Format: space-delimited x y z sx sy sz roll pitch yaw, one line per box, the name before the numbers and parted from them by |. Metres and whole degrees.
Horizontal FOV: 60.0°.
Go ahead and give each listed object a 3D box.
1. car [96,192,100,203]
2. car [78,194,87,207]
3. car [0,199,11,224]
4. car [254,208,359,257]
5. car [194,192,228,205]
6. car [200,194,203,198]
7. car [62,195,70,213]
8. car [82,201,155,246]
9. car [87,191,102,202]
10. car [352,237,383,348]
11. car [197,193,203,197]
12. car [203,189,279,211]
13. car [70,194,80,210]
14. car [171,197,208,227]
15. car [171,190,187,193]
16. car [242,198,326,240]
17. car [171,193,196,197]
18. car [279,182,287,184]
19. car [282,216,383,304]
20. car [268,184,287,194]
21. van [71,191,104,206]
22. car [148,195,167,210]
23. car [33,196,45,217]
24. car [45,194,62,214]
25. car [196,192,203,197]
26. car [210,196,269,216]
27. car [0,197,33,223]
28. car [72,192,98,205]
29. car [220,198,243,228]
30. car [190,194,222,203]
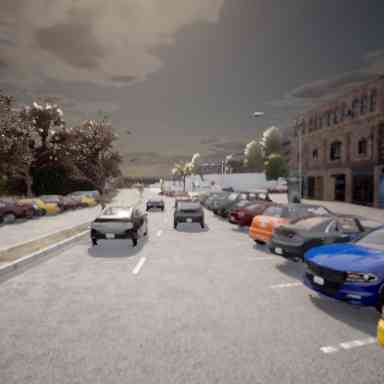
car | -15.266 1.179 43.234 5.366 1.575 1.946 -1 1 -24
car | -14.652 1.263 37.405 4.674 1.452 2.002 -1 1 -24
car | -13.722 1.385 19.678 4.792 1.488 2.163 -1 0 -22
car | 4.688 1.400 10.194 4.892 1.521 2.231 1 0 -21
car | 2.791 0.953 49.421 4.553 1.767 2.185 0 1 -25
car | 3.682 1.217 37.362 4.674 1.452 2.002 1 1 -24
car | -14.255 1.141 31.503 4.553 1.767 2.185 -1 1 -23
car | -3.058 1.376 14.666 2.128 1.511 4.902 0 0 -1
car | -15.314 1.031 46.273 4.553 1.767 2.185 -1 1 -25
car | 4.920 1.447 4.233 5.366 1.575 1.946 1 0 -20
car | 3.471 1.192 40.379 4.674 1.452 2.002 0 0 -24
car | 4.161 0.999 28.296 5.566 2.045 2.435 1 1 -23
car | -14.456 1.286 34.450 4.674 1.452 2.002 -1 1 -23
car | -0.240 1.335 21.299 1.837 1.490 4.892 0 0 -2
car | -2.726 0.813 92.921 4.553 1.767 2.185 0 0 -30
car | 4.633 1.249 13.212 4.553 1.767 2.185 1 0 -21
car | -1.049 1.191 37.668 2.128 1.511 4.902 0 0 -4
car | 19.978 -0.930 68.063 2.435 2.045 5.566 -7 4 -30
car | 4.740 1.424 7.176 5.008 1.535 2.097 1 1 -21
car | 17.030 -0.346 67.553 2.002 1.452 4.674 -7 4 -30
van | -15.508 0.907 49.261 4.442 1.987 1.878 -1 0 -25
car | -3.989 1.314 36.753 1.895 1.301 4.718 0 0 -4
car | -14.013 1.187 25.571 4.553 1.767 2.185 -1 0 -22
car | -14.293 1.290 28.463 5.366 1.575 1.946 -1 1 -23
car | 3.263 1.129 43.390 4.892 1.521 2.231 1 1 -25
car | 4.319 1.275 25.293 5.008 1.535 2.097 1 1 -23
car | -13.850 1.334 22.620 5.008 1.535 2.097 -1 1 -22
car | -14.702 1.195 40.439 5.366 1.575 1.946 -1 0 -24
car | 4.515 1.325 19.259 5.008 1.535 2.097 1 0 -22
car | 2.377 1.066 55.398 4.792 1.488 2.163 0 0 -26
